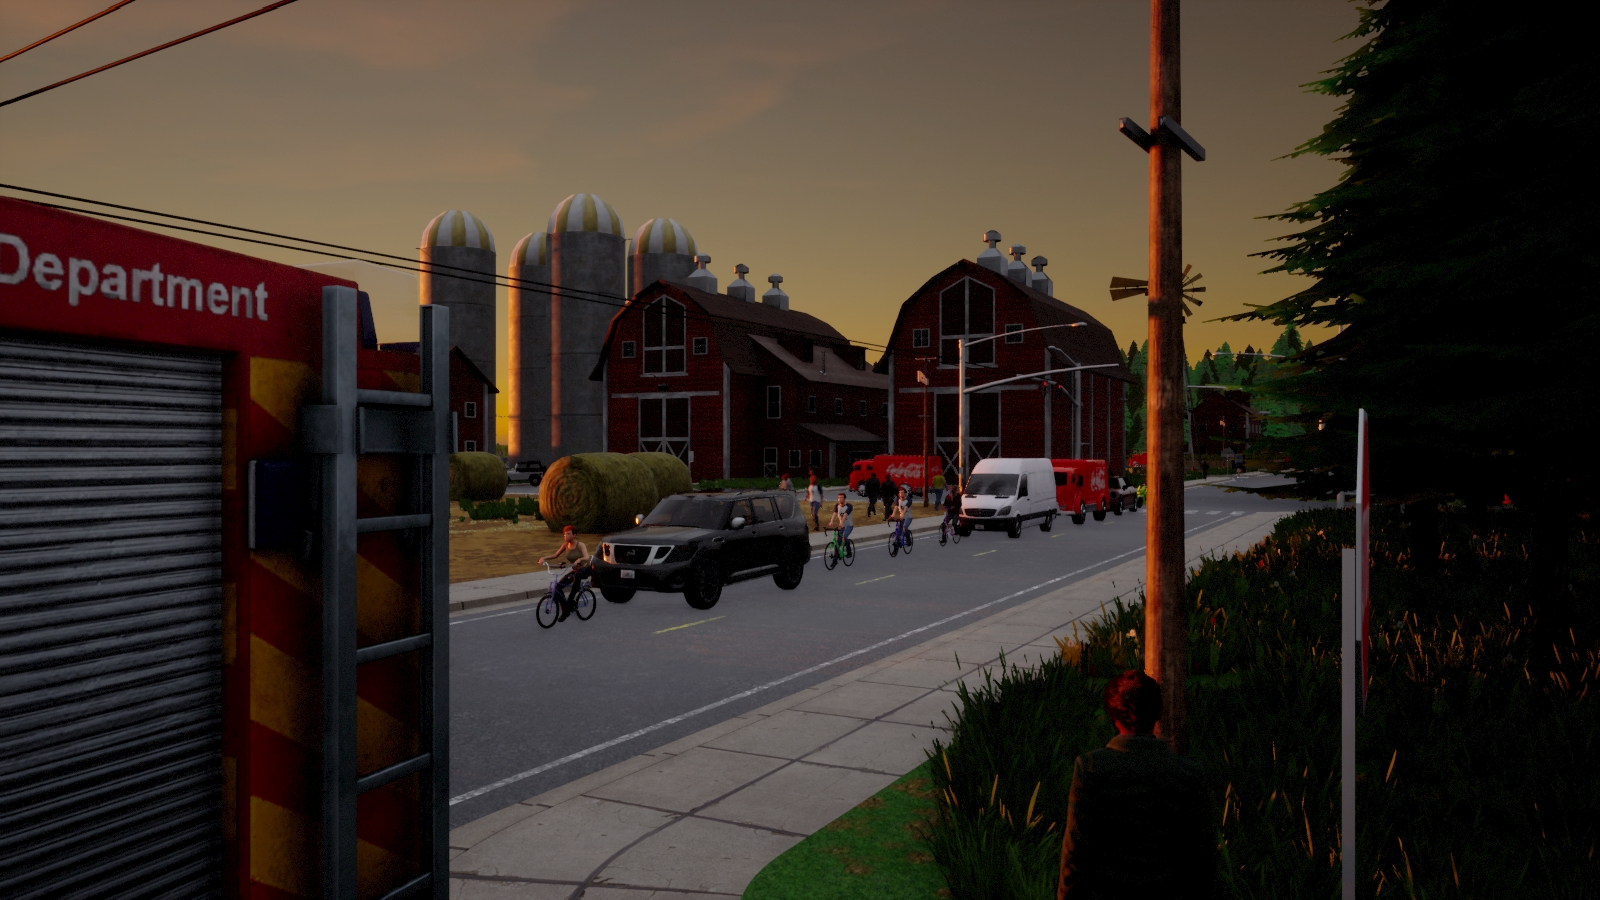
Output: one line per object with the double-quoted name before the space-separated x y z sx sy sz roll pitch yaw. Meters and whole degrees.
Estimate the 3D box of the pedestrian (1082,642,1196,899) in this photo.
"pedestrian" 1.218 1.663 4.128 0.375 1.860 0.375 0 0 15

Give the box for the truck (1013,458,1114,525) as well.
"truck" 10.539 1.568 45.363 2.627 2.467 5.204 0 0 28

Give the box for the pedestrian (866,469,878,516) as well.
"pedestrian" 2.864 1.678 45.288 0.375 1.860 0.375 0 0 22

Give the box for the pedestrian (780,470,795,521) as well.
"pedestrian" -0.463 1.676 41.963 0.375 1.860 0.375 0 0 40

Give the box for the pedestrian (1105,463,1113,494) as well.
"pedestrian" 18.701 1.696 69.082 0.375 1.860 0.375 0 0 32

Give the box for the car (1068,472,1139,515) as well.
"car" 13.635 1.903 51.213 2.097 1.767 4.553 0 0 28

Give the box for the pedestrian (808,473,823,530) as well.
"pedestrian" 0.511 1.690 37.451 0.375 1.860 0.375 0 0 27

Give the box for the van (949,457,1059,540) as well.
"van" 7.054 1.534 38.933 1.988 2.561 5.915 0 0 28

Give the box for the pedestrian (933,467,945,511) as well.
"pedestrian" 6.008 1.678 49.499 0.375 1.860 0.375 0 0 37

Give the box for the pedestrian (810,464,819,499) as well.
"pedestrian" 0.787 1.670 60.847 0.375 1.860 0.375 0 0 17

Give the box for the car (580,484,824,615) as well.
"car" -1.713 1.779 22.406 2.150 2.045 5.566 0 0 27

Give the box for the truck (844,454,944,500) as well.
"truck" 5.461 1.531 66.620 5.204 2.467 2.627 1 1 27

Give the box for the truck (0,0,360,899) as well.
"truck" -5.943 0.867 3.840 8.468 3.827 2.891 0 0 19

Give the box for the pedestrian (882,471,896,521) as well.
"pedestrian" 3.292 1.694 42.304 0.375 1.860 0.375 0 0 27

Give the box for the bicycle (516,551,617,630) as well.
"bicycle" -3.779 2.256 18.557 0.859 1.080 1.487 0 0 28
